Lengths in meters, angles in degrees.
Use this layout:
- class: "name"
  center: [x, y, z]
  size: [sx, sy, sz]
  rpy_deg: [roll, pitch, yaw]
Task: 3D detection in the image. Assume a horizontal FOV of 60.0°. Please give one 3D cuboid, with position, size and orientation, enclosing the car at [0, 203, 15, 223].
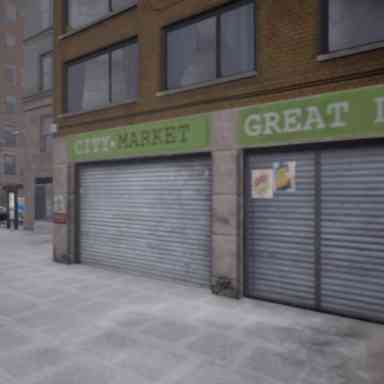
- class: "car"
  center: [-14.597, 1.595, 23.970]
  size: [2.128, 1.511, 4.902]
  rpy_deg: [0, 0, 36]
